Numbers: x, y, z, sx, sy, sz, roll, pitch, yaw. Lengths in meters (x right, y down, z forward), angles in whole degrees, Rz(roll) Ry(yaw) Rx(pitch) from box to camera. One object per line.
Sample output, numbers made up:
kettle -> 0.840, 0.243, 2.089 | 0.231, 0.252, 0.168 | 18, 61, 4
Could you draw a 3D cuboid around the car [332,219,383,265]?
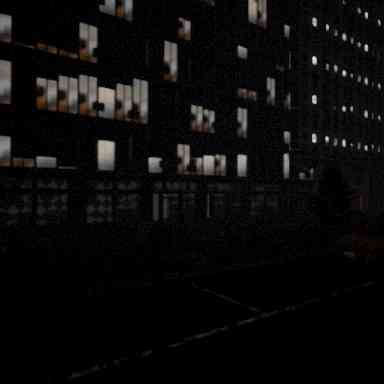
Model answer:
car -> 6.647, 1.540, 11.305 | 4.829, 1.417, 1.752 | 0, 0, -36
